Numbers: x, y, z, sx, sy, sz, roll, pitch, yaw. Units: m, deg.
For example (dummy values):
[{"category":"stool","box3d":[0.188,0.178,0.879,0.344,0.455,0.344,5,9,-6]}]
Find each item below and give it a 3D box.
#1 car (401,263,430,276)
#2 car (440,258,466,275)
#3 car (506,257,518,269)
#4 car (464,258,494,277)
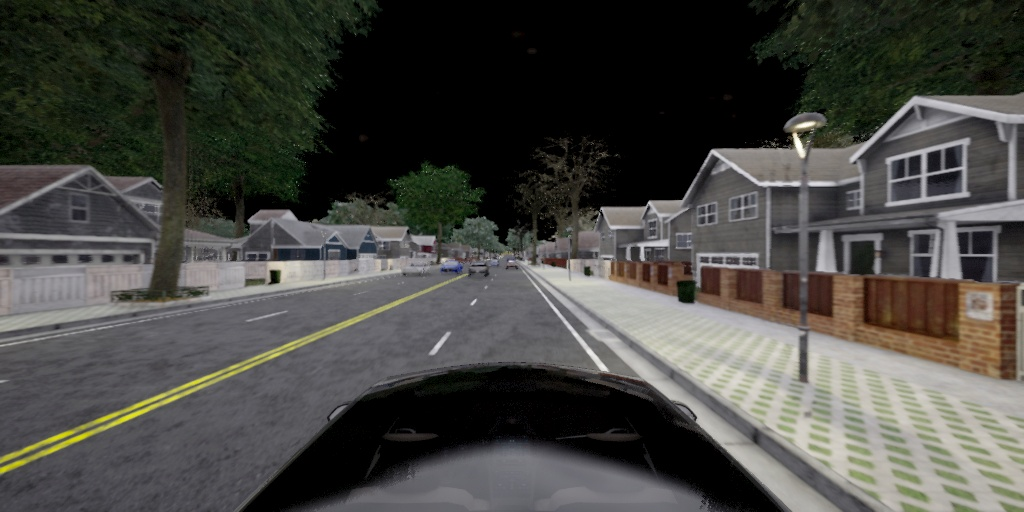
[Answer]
[{"category":"car","box3d":[-9.900,1.358,37.137,1.895,1.301,4.718,0,0,0]},{"category":"car","box3d":[-6.651,1.233,39.770,1.882,1.535,5.008,0,0,0]},{"category":"car","box3d":[0.002,1.309,57.508,2.033,1.411,5.357,0,0,0]},{"category":"car","box3d":[-3.208,1.242,35.862,2.128,1.511,4.902,0,0,0]}]
